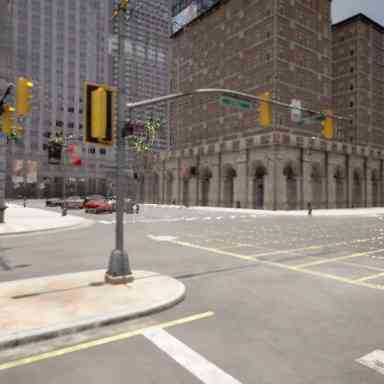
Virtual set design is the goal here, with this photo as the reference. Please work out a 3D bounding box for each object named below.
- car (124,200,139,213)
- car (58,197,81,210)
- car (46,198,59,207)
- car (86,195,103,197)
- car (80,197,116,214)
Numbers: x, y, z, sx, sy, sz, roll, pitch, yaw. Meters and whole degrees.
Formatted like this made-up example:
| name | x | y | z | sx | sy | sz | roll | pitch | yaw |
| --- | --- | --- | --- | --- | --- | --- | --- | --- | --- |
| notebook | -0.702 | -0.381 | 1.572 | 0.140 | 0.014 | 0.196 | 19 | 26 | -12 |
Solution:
| name | x | y | z | sx | sy | sz | roll | pitch | yaw |
| --- | --- | --- | --- | --- | --- | --- | --- | --- | --- |
| car | -8.021 | 1.669 | 39.737 | 2.128 | 1.511 | 4.902 | 1 | 0 | -36 |
| car | -16.231 | 1.703 | 45.194 | 1.994 | 1.385 | 4.181 | 1 | 0 | -35 |
| car | -22.278 | 1.687 | 53.811 | 2.033 | 1.411 | 5.357 | 1 | 0 | -35 |
| car | -13.757 | 1.398 | 47.769 | 2.150 | 2.045 | 5.566 | 1 | 0 | -35 |
| car | -10.418 | 1.617 | 37.077 | 1.882 | 1.535 | 5.008 | 1 | 0 | -36 |
